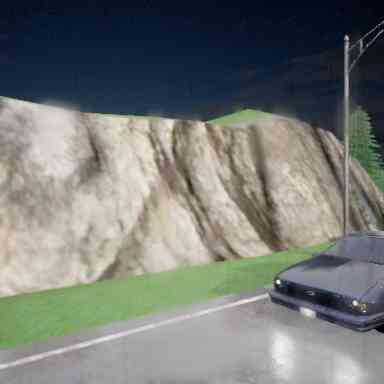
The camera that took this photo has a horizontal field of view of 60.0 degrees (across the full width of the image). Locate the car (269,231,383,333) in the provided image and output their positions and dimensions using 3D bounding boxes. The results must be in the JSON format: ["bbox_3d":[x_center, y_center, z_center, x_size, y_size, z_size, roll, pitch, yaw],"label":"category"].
[{"bbox_3d":[4.017,1.560,6.933,5.357,1.411,2.033,0,0,-36],"label":"car"}]
